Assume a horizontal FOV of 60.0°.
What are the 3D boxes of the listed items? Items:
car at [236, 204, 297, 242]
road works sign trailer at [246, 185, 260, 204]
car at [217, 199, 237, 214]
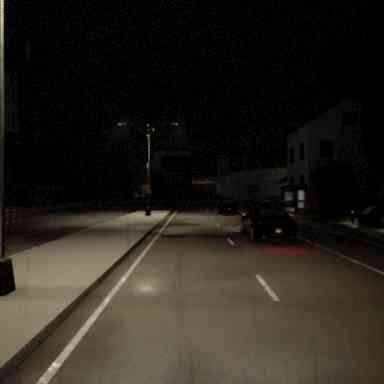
[{"bbox_3d":[3.597,1.468,16.309,1.882,1.535,5.008,0,0,0],"label":"car"},{"bbox_3d":[12.000,0.427,64.274,2.380,3.560,2.880,0,0,35],"label":"road works sign trailer"},{"bbox_3d":[3.630,1.458,34.419,1.882,1.535,5.008,0,0,1],"label":"car"}]
